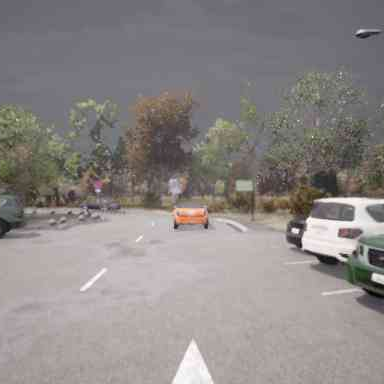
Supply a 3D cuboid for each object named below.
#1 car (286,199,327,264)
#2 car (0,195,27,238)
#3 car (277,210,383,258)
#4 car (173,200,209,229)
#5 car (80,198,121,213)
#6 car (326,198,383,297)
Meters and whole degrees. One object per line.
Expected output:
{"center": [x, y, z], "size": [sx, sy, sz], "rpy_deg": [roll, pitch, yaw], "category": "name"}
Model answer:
{"center": [5.974, 1.220, 9.919], "size": [5.566, 2.045, 2.435], "rpy_deg": [1, 0, -20], "category": "car"}
{"center": [-11.018, 1.210, 15.982], "size": [5.566, 2.045, 2.435], "rpy_deg": [-1, 0, -20], "category": "car"}
{"center": [5.970, 1.496, 12.943], "size": [4.792, 1.488, 2.163], "rpy_deg": [1, 0, -20], "category": "car"}
{"center": [-0.153, 1.317, 21.709], "size": [2.097, 1.767, 4.553], "rpy_deg": [0, 0, -3], "category": "car"}
{"center": [-10.246, 1.465, 37.067], "size": [4.902, 1.511, 2.128], "rpy_deg": [0, 0, 26], "category": "car"}
{"center": [5.931, 1.224, 6.859], "size": [5.566, 2.045, 2.435], "rpy_deg": [1, 0, -20], "category": "car"}
